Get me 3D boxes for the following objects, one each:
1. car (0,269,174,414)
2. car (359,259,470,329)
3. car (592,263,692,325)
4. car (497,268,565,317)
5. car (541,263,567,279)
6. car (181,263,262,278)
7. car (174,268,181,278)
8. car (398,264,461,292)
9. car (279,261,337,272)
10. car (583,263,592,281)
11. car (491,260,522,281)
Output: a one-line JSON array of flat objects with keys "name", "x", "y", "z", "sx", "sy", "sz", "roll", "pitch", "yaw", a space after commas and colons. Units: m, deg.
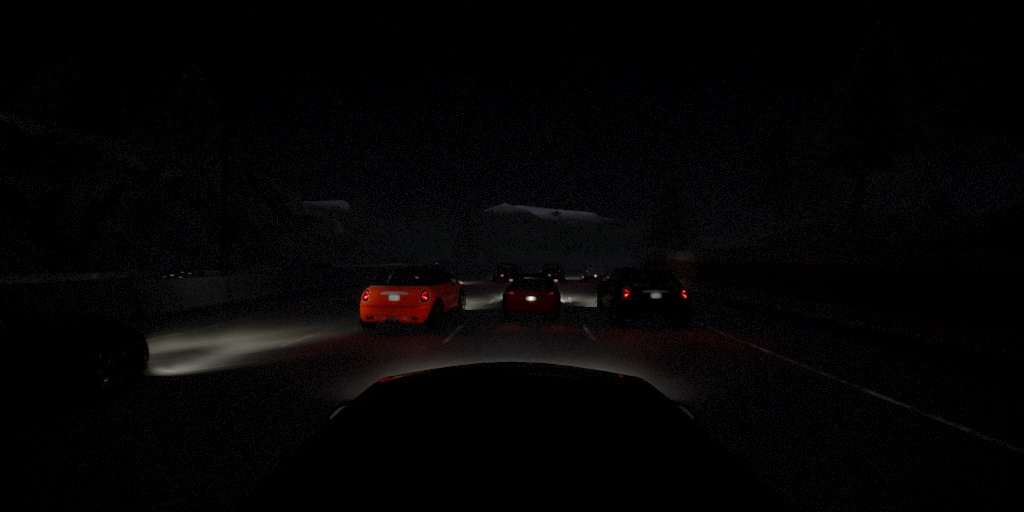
[{"name": "car", "x": -6.771, "y": 1.085, "z": 3.717, "sx": 2.097, "sy": 1.767, "sz": 4.553, "roll": 0, "pitch": 0, "yaw": 1}, {"name": "car", "x": -2.894, "y": 1.105, "z": 11.418, "sx": 2.097, "sy": 1.767, "sz": 4.553, "roll": 0, "pitch": 0, "yaw": 4}, {"name": "car", "x": 4.178, "y": 1.126, "z": 12.088, "sx": 2.097, "sy": 1.767, "sz": 4.553, "roll": 0, "pitch": 0, "yaw": 5}, {"name": "car", "x": 0.786, "y": 1.330, "z": 13.416, "sx": 1.994, "sy": 1.385, "sz": 4.181, "roll": 0, "pitch": 0, "yaw": 5}, {"name": "car", "x": 3.394, "y": 1.319, "z": 30.008, "sx": 1.812, "sy": 1.442, "sz": 4.674, "roll": 0, "pitch": 0, "yaw": 12}, {"name": "car", "x": -22.185, "y": 1.318, "z": 27.859, "sx": 1.895, "sy": 1.301, "sz": 4.718, "roll": 0, "pitch": 0, "yaw": 10}, {"name": "car", "x": -25.465, "y": 1.273, "z": 29.191, "sx": 1.994, "sy": 1.385, "sz": 4.181, "roll": 0, "pitch": 0, "yaw": 10}, {"name": "car", "x": -5.092, "y": 1.308, "z": 23.058, "sx": 2.033, "sy": 1.411, "sz": 5.357, "roll": 0, "pitch": 0, "yaw": 9}, {"name": "car", "x": -15.225, "y": 1.228, "z": 26.911, "sx": 2.128, "sy": 1.511, "sz": 4.902, "roll": 0, "pitch": 0, "yaw": 10}, {"name": "car", "x": 7.043, "y": 1.330, "z": 30.268, "sx": 1.812, "sy": 1.442, "sz": 4.674, "roll": 0, "pitch": 0, "yaw": 13}, {"name": "car", "x": -0.268, "y": 1.308, "z": 29.627, "sx": 1.812, "sy": 1.442, "sz": 4.674, "roll": 0, "pitch": 0, "yaw": 12}]
